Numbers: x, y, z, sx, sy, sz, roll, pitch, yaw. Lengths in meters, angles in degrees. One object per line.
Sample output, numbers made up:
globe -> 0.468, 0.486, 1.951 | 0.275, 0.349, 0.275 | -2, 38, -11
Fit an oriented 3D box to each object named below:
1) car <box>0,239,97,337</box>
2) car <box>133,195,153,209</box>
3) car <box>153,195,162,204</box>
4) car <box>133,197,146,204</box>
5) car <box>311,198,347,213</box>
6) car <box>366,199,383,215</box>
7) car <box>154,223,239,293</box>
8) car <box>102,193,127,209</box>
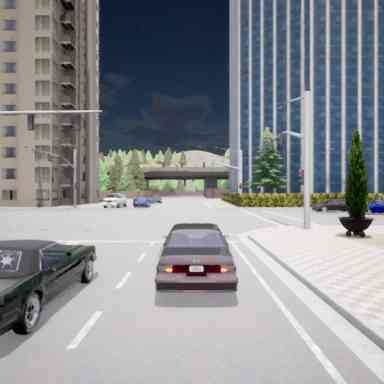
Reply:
car -> -3.425, 1.599, 6.659 | 1.895, 1.301, 4.718 | 0, 0, 1
car -> -6.995, 1.468, 46.338 | 1.882, 1.535, 5.008 | 0, 0, 0
car -> -6.925, 1.338, 62.949 | 2.097, 1.767, 4.553 | 0, 0, 1
car -> -10.379, 1.587, 66.335 | 1.895, 1.301, 4.718 | 0, 0, 0
car -> 15.660, 1.494, 36.560 | 4.892, 1.490, 1.837 | -1, 0, 0
car -> 18.594, 1.470, 33.084 | 5.008, 1.535, 1.882 | 0, 0, 0
car -> 0.093, 1.545, 8.998 | 2.033, 1.411, 5.357 | 0, 0, 0
car -> -10.772, 1.211, 46.628 | 2.150, 2.045, 5.566 | 0, 0, 4
